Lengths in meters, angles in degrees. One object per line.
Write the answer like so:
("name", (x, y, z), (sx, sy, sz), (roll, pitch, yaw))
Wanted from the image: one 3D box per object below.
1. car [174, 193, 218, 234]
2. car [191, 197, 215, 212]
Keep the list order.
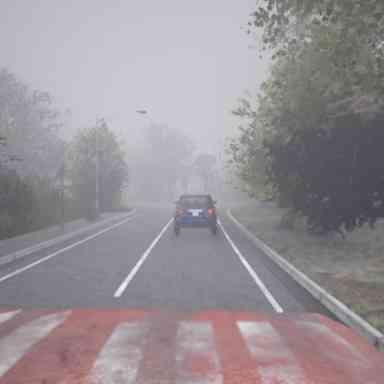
("car", (0.206, 1.061, 18.161), (2.150, 2.045, 5.566), (0, 1, 1))
("car", (1.279, 1.261, 35.851), (2.033, 1.411, 5.357), (0, 0, 7))
